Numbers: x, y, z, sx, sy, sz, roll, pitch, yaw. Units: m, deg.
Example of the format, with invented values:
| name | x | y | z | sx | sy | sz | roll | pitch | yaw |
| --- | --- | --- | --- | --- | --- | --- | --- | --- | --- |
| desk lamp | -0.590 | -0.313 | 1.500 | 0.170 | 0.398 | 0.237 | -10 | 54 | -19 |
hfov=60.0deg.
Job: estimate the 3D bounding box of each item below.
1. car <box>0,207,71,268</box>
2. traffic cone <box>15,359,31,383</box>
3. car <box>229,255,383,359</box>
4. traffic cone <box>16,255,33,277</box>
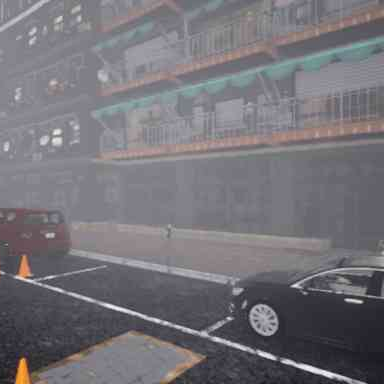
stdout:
| name | x | y | z | sx | sy | sz | roll | pitch | yaw |
| --- | --- | --- | --- | --- | --- | --- | --- | --- | --- |
| car | -6.347 | 1.446 | 11.835 | 5.009 | 1.841 | 2.192 | 0 | -1 | 37 |
| traffic cone | -1.723 | 1.998 | 3.380 | 0.340 | 0.580 | 0.340 | 0 | -1 | 37 |
| car | 2.661 | 1.651 | 5.055 | 4.403 | 1.369 | 2.008 | 0 | -1 | 37 |
| traffic cone | -4.714 | 2.063 | 9.383 | 0.340 | 0.580 | 0.340 | 0 | -1 | 37 |
